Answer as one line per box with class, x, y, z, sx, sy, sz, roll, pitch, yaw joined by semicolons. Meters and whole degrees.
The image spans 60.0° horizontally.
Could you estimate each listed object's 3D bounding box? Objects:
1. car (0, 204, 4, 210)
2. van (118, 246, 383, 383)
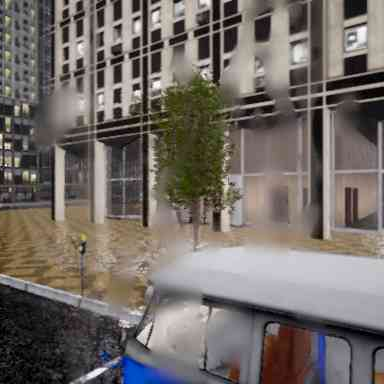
car;-25.987;1.768;41.114;1.895;1.301;4.718;0;1;34
van;1.302;1.341;1.934;3.998;1.788;1.690;-1;0;36
